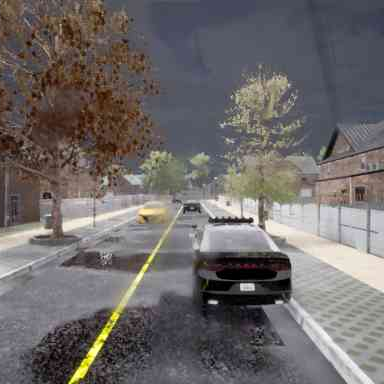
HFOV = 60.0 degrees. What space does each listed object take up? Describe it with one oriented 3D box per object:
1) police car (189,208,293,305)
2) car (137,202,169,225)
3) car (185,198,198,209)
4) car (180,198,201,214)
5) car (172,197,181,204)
[{"bbox_3d":[0.945,1.430,8.288,1.930,1.638,5.238,0,0,0],"label":"police car"},{"bbox_3d":[-2.801,1.493,24.613,1.882,1.535,5.008,0,0,0],"label":"car"},{"bbox_3d":[-0.044,1.564,46.724,1.812,1.442,4.674,0,0,0],"label":"car"},{"bbox_3d":[0.004,1.503,36.279,1.882,1.535,5.008,0,0,0],"label":"car"},{"bbox_3d":[-2.882,1.666,63.931,1.895,1.301,4.718,0,0,0],"label":"car"}]
